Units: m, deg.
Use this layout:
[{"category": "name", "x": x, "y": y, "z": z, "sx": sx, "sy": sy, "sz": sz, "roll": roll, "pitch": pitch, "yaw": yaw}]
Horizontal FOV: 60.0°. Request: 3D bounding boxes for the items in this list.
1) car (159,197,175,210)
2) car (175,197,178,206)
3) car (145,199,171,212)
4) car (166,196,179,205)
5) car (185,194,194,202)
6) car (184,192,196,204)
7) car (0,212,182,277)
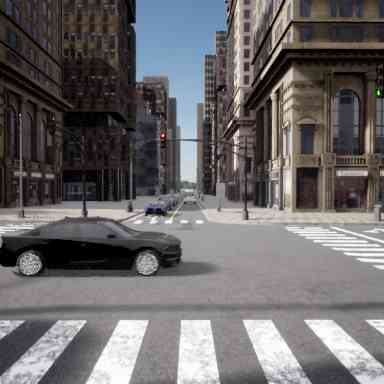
[{"category": "car", "x": -3.429, "y": 1.493, "z": 40.918, "sx": 1.837, "sy": 1.490, "sz": 4.892, "roll": 0, "pitch": 0, "yaw": 0}, {"category": "car", "x": -3.485, "y": 1.512, "z": 50.248, "sx": 1.812, "sy": 1.442, "sz": 4.674, "roll": 0, "pitch": 0, "yaw": -1}, {"category": "car", "x": -3.354, "y": 1.592, "z": 31.589, "sx": 1.895, "sy": 1.301, "sz": 4.718, "roll": 0, "pitch": 0, "yaw": -1}, {"category": "car", "x": -3.522, "y": 1.532, "z": 60.926, "sx": 2.033, "sy": 1.411, "sz": 5.357, "roll": 0, "pitch": 0, "yaw": 0}, {"category": "car", "x": -0.536, "y": 1.338, "z": 72.844, "sx": 2.097, "sy": 1.767, "sz": 4.553, "roll": 0, "pitch": 0, "yaw": 0}, {"category": "car", "x": -0.381, "y": 1.206, "z": 62.418, "sx": 2.150, "sy": 2.045, "sz": 5.566, "roll": 0, "pitch": 0, "yaw": 0}, {"category": "car", "x": -2.802, "y": 1.472, "z": 9.627, "sx": 5.008, "sy": 1.535, "sz": 1.882, "roll": 0, "pitch": 0, "yaw": 0}]
